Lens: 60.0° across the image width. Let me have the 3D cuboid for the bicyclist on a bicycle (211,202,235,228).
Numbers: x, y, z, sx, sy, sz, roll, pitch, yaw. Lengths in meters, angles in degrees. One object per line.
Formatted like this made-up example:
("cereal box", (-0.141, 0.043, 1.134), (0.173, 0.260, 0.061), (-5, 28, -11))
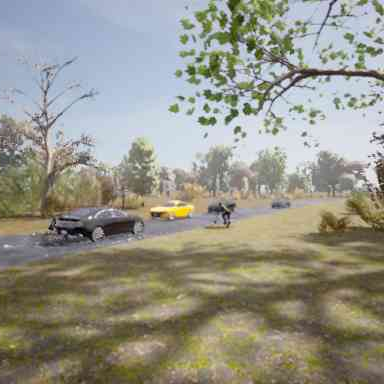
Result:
("bicyclist on a bicycle", (1.927, 1.476, 21.037), (1.656, 1.620, 0.582), (0, 0, 28))

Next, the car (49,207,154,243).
("car", (-4.270, 1.503, 16.266), (2.128, 1.511, 4.902), (0, 0, 28))

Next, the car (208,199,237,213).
("car", (3.423, 1.533, 37.078), (1.882, 1.535, 5.008), (0, 0, 28))

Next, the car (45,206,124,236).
("car", (-6.147, 1.585, 19.475), (1.994, 1.385, 4.181), (0, 0, 28))

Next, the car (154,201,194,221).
("car", (-1.622, 1.515, 27.808), (1.882, 1.535, 5.008), (0, 0, 29))

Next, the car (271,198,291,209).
("car", (12.815, 1.619, 47.703), (2.033, 1.411, 5.357), (0, 0, 29))
